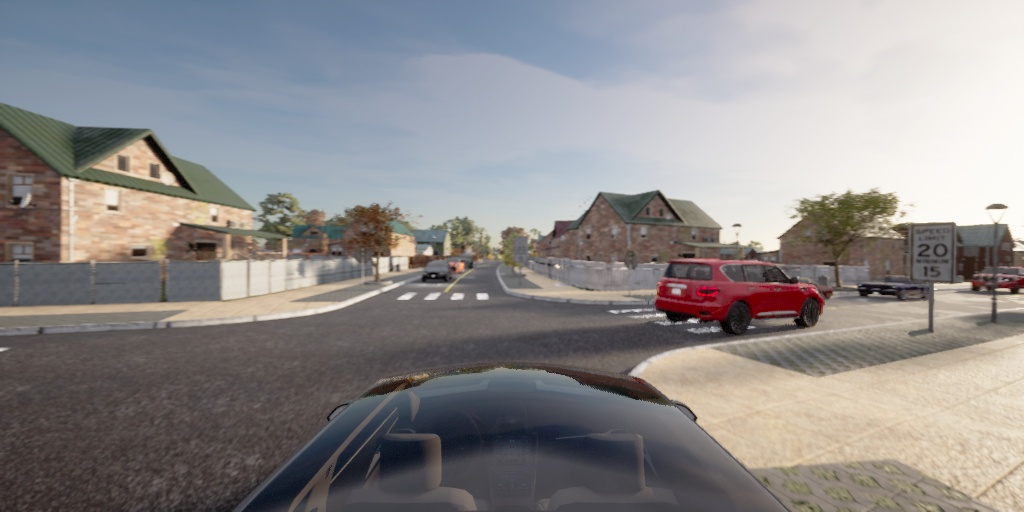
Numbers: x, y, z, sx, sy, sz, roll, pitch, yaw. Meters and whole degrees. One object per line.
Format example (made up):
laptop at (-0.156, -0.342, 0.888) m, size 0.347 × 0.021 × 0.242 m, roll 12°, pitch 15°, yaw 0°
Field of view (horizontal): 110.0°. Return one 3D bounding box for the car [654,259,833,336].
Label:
car at (7.025, 1.131, 11.099) m, size 5.566 × 2.045 × 2.150 m, roll 1°, pitch 0°, yaw -24°

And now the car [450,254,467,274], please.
car at (-6.210, 0.937, 37.427) m, size 2.097 × 1.767 × 4.553 m, roll 1°, pitch 0°, yaw -3°

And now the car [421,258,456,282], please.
car at (-5.632, 1.123, 27.359) m, size 1.837 × 1.490 × 4.892 m, roll 1°, pitch 0°, yaw -4°

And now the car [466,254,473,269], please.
car at (-6.632, 0.770, 50.016) m, size 2.150 × 2.045 × 5.566 m, roll 1°, pitch 0°, yaw -1°

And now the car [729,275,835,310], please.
car at (12.587, 1.611, 16.698) m, size 4.718 × 1.301 × 1.895 m, roll 1°, pitch 0°, yaw -24°

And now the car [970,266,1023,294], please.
car at (38.784, 1.828, 28.306) m, size 5.566 × 2.045 × 2.150 m, roll 2°, pitch 0°, yaw -24°

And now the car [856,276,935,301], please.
car at (22.582, 1.831, 21.145) m, size 4.718 × 1.301 × 1.895 m, roll 1°, pitch 0°, yaw -24°
